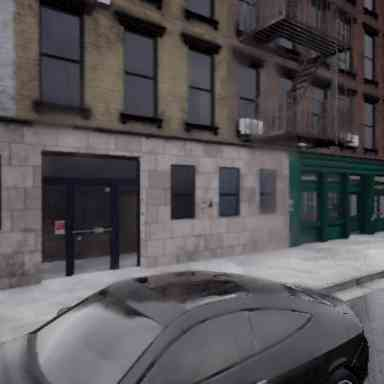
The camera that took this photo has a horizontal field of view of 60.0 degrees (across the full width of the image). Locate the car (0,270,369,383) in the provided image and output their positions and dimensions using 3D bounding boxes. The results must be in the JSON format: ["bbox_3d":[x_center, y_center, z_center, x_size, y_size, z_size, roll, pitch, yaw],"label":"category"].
[{"bbox_3d":[-0.275,1.529,2.874,4.674,1.442,1.812,0,0,-35],"label":"car"}]
